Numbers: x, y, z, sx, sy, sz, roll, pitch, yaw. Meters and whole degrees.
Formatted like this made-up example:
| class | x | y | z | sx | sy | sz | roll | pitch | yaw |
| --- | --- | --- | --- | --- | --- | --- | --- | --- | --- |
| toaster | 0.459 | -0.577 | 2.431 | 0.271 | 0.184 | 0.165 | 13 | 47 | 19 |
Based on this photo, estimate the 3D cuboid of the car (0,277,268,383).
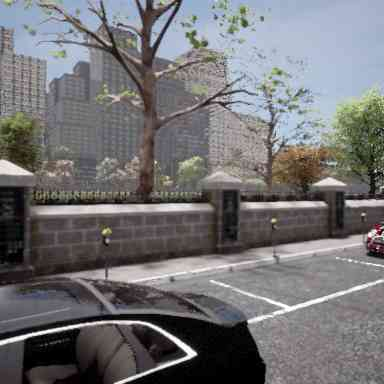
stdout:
| class | x | y | z | sx | sy | sz | roll | pitch | yaw |
| --- | --- | --- | --- | --- | --- | --- | --- | --- | --- |
| car | -1.609 | 1.505 | 2.215 | 4.892 | 1.490 | 1.837 | 1 | 0 | -35 |

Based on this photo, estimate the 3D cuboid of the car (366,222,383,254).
| class | x | y | z | sx | sy | sz | roll | pitch | yaw |
| --- | --- | --- | --- | --- | --- | --- | --- | --- | --- |
| car | 8.341 | 1.517 | 12.508 | 4.097 | 1.590 | 1.967 | 0 | 0 | -36 |
